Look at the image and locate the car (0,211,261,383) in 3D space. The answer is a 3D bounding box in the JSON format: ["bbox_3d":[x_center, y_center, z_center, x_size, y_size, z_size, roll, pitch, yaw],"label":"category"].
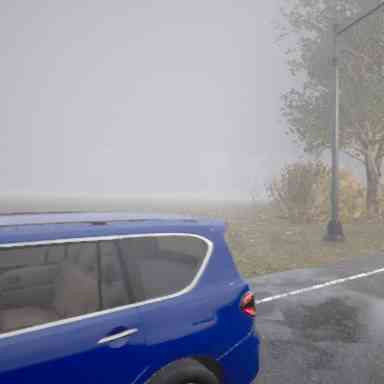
[{"bbox_3d":[-1.936,1.218,2.559,5.566,2.045,2.150,1,0,-35],"label":"car"}]
